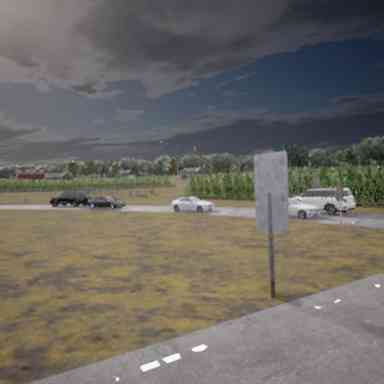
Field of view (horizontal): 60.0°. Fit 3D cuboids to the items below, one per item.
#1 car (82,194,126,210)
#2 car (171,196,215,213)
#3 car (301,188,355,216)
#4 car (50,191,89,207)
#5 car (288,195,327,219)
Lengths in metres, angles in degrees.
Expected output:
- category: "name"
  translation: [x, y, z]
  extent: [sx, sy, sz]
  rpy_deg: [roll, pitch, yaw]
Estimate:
- category: "car"
  translation: [-9.931, 1.230, 38.712]
  extent: [4.892, 1.490, 1.837]
  rpy_deg: [-1, 2, 26]
- category: "car"
  translation: [0.004, 1.172, 32.483]
  extent: [4.674, 1.442, 1.812]
  rpy_deg: [0, 2, 38]
- category: "car"
  translation: [10.193, 0.720, 26.985]
  extent: [2.150, 2.045, 5.566]
  rpy_deg: [-3, 2, -41]
- category: "car"
  translation: [-16.185, 0.889, 44.338]
  extent: [5.566, 2.045, 2.150]
  rpy_deg: [0, 2, 18]
- category: "car"
  translation: [7.417, 1.175, 25.333]
  extent: [1.812, 1.442, 4.674]
  rpy_deg: [-4, 3, -42]
